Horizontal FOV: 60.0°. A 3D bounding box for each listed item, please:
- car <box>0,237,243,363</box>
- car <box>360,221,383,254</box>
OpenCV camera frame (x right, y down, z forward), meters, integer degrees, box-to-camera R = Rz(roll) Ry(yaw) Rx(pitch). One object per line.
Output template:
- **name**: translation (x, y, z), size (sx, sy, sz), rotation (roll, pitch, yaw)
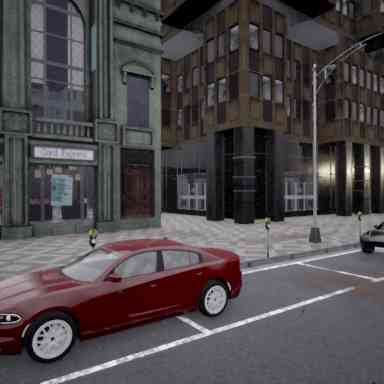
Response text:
- **car**: translation (-1.116, 1.545, 5.856), size (4.507, 1.381, 1.887), rotation (0, 0, -36)
- **car**: translation (8.059, 1.566, 12.406), size (4.313, 1.339, 1.947), rotation (0, 0, -36)
